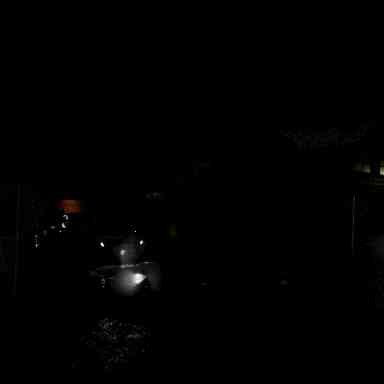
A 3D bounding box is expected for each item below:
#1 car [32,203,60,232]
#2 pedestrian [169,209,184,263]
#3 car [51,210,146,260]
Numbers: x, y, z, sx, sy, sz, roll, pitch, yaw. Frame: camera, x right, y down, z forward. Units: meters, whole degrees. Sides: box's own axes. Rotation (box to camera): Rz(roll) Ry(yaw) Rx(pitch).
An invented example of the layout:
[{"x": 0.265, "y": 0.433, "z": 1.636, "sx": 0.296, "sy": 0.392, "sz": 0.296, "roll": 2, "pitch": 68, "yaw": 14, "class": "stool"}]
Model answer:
[{"x": -9.352, "y": 1.488, "z": 21.143, "sx": 2.097, "sy": 1.767, "sz": 4.553, "roll": 3, "pitch": -2, "yaw": -35, "class": "car"}, {"x": -0.536, "y": 1.402, "z": 11.072, "sx": 0.375, "sy": 1.860, "sz": 0.375, "roll": 2, "pitch": -1, "yaw": -34, "class": "pedestrian"}, {"x": -3.730, "y": 1.620, "z": 13.077, "sx": 2.033, "sy": 1.411, "sz": 5.357, "roll": 3, "pitch": -2, "yaw": -35, "class": "car"}]
